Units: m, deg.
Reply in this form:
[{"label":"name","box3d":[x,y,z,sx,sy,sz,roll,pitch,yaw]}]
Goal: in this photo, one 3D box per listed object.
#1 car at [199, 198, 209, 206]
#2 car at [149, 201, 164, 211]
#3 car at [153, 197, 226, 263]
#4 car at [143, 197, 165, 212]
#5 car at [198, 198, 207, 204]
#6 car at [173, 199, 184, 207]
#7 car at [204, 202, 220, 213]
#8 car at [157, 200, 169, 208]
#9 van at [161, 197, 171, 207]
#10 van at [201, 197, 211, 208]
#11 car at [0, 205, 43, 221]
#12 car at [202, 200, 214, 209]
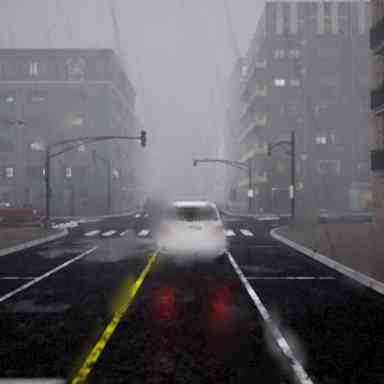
[{"label":"car","box3d":[2.610,2.122,72.377,1.967,1.590,4.097,0,-1,0]},{"label":"car","box3d":[-5.284,2.025,50.173,1.887,1.381,4.507,0,-1,0]},{"label":"car","box3d":[0.019,1.349,12.586,2.150,2.045,5.566,0,0,0]},{"label":"car","box3d":[-5.287,1.744,44.623,2.192,1.841,5.009,0,-1,0]},{"label":"car","box3d":[2.617,2.332,83.480,2.008,1.369,4.403,0,-1,0]},{"label":"car","box3d":[-2.711,2.181,67.696,2.033,1.411,5.357,0,-1,0]},{"label":"car","box3d":[2.593,1.994,44.617,1.947,1.339,4.313,0,-1,0]},{"label":"car","box3d":[-5.277,2.126,61.277,1.887,1.381,4.507,0,-1,0]},{"label":"van","box3d":[-5.273,1.973,66.830,1.690,1.788,3.998,0,-1,0]},{"label":"van","box3d":[2.604,1.922,61.274,1.690,1.788,3.998,0,-1,0]},{"label":"car","box3d":[-16.896,1.955,32.468,4.097,1.590,1.967,-1,0,0]},{"label":"car","box3d":[2.600,2.113,55.720,1.802,1.307,4.206,0,-1,0]}]
